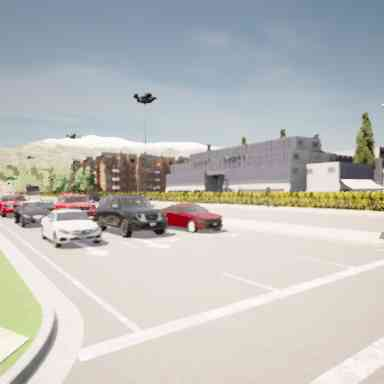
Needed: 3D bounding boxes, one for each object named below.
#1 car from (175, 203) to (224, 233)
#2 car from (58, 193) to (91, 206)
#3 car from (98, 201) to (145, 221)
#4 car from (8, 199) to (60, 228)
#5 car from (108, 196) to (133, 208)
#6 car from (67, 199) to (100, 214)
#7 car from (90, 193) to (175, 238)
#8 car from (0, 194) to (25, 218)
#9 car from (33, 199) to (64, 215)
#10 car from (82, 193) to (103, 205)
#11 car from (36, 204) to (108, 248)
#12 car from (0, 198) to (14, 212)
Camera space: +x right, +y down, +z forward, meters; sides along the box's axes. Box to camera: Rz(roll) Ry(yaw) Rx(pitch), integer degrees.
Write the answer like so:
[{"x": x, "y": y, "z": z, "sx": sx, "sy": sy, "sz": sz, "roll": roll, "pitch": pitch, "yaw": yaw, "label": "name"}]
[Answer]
[{"x": -0.191, "y": 1.419, "z": 19.563, "sx": 1.882, "sy": 1.535, "sz": 5.008, "roll": 0, "pitch": 0, "yaw": -35, "label": "car"}, {"x": -9.361, "y": 1.197, "z": 26.653, "sx": 2.150, "sy": 2.045, "sz": 5.566, "roll": 0, "pitch": 0, "yaw": -34, "label": "car"}, {"x": -6.062, "y": 1.498, "z": 28.033, "sx": 2.033, "sy": 1.411, "sz": 5.357, "roll": 0, "pitch": 0, "yaw": -35, "label": "car"}, {"x": -10.886, "y": 1.489, "z": 22.708, "sx": 2.128, "sy": 1.511, "sz": 4.902, "roll": 0, "pitch": 0, "yaw": -35, "label": "car"}, {"x": -10.595, "y": 1.390, "z": 49.086, "sx": 1.882, "sy": 1.535, "sz": 5.008, "roll": 0, "pitch": 0, "yaw": -34, "label": "car"}, {"x": -12.062, "y": 1.508, "z": 36.734, "sx": 2.033, "sy": 1.411, "sz": 5.357, "roll": 0, "pitch": 0, "yaw": -34, "label": "car"}, {"x": -3.421, "y": 1.187, "z": 18.076, "sx": 2.150, "sy": 2.045, "sz": 5.566, "roll": 0, "pitch": 0, "yaw": -35, "label": "car"}, {"x": -16.615, "y": 1.228, "z": 31.004, "sx": 2.150, "sy": 2.045, "sz": 5.566, "roll": 0, "pitch": 0, "yaw": -34, "label": "car"}, {"x": -15.325, "y": 1.533, "z": 35.299, "sx": 2.033, "sy": 1.411, "sz": 5.357, "roll": 0, "pitch": 0, "yaw": -34, "label": "car"}, {"x": -17.998, "y": 1.146, "z": 59.905, "sx": 2.150, "sy": 2.045, "sz": 5.566, "roll": 0, "pitch": 0, "yaw": -34, "label": "car"}, {"x": -5.591, "y": 1.514, "z": 15.109, "sx": 1.812, "sy": 1.442, "sz": 4.674, "roll": 0, "pitch": 0, "yaw": -33, "label": "car"}, {"x": -22.395, "y": 1.541, "z": 39.489, "sx": 1.812, "sy": 1.442, "sz": 4.674, "roll": 0, "pitch": 0, "yaw": -34, "label": "car"}]
